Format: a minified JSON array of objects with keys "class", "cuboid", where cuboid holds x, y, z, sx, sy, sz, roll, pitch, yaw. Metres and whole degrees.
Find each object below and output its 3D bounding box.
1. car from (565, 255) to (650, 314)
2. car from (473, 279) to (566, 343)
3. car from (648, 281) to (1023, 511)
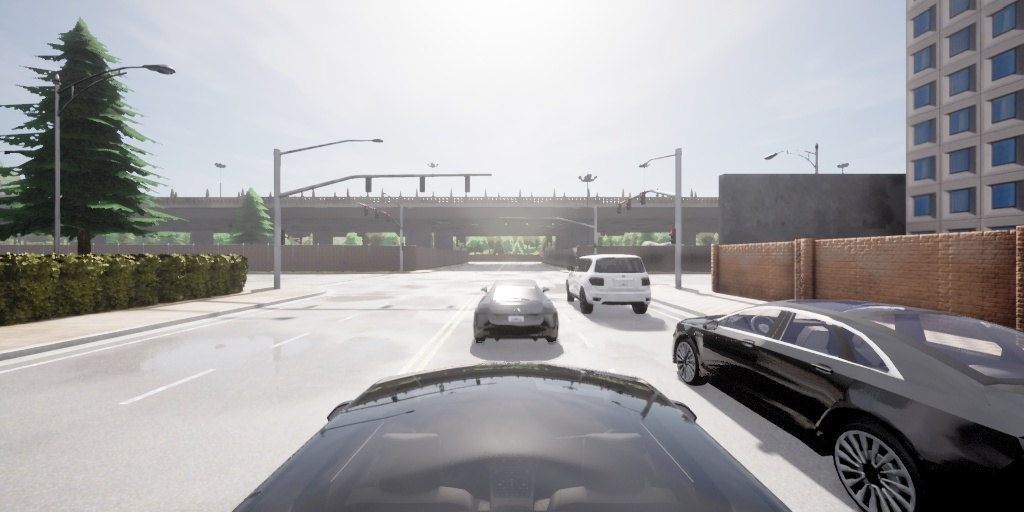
[{"class":"car","cuboid":[3.481,0.971,13.895,2.150,2.045,5.566,0,0,0]},{"class":"car","cuboid":[0.087,1.314,9.705,1.994,1.385,4.181,0,0,0]},{"class":"car","cuboid":[3.593,1.242,4.090,2.128,1.511,4.902,0,0,0]}]
